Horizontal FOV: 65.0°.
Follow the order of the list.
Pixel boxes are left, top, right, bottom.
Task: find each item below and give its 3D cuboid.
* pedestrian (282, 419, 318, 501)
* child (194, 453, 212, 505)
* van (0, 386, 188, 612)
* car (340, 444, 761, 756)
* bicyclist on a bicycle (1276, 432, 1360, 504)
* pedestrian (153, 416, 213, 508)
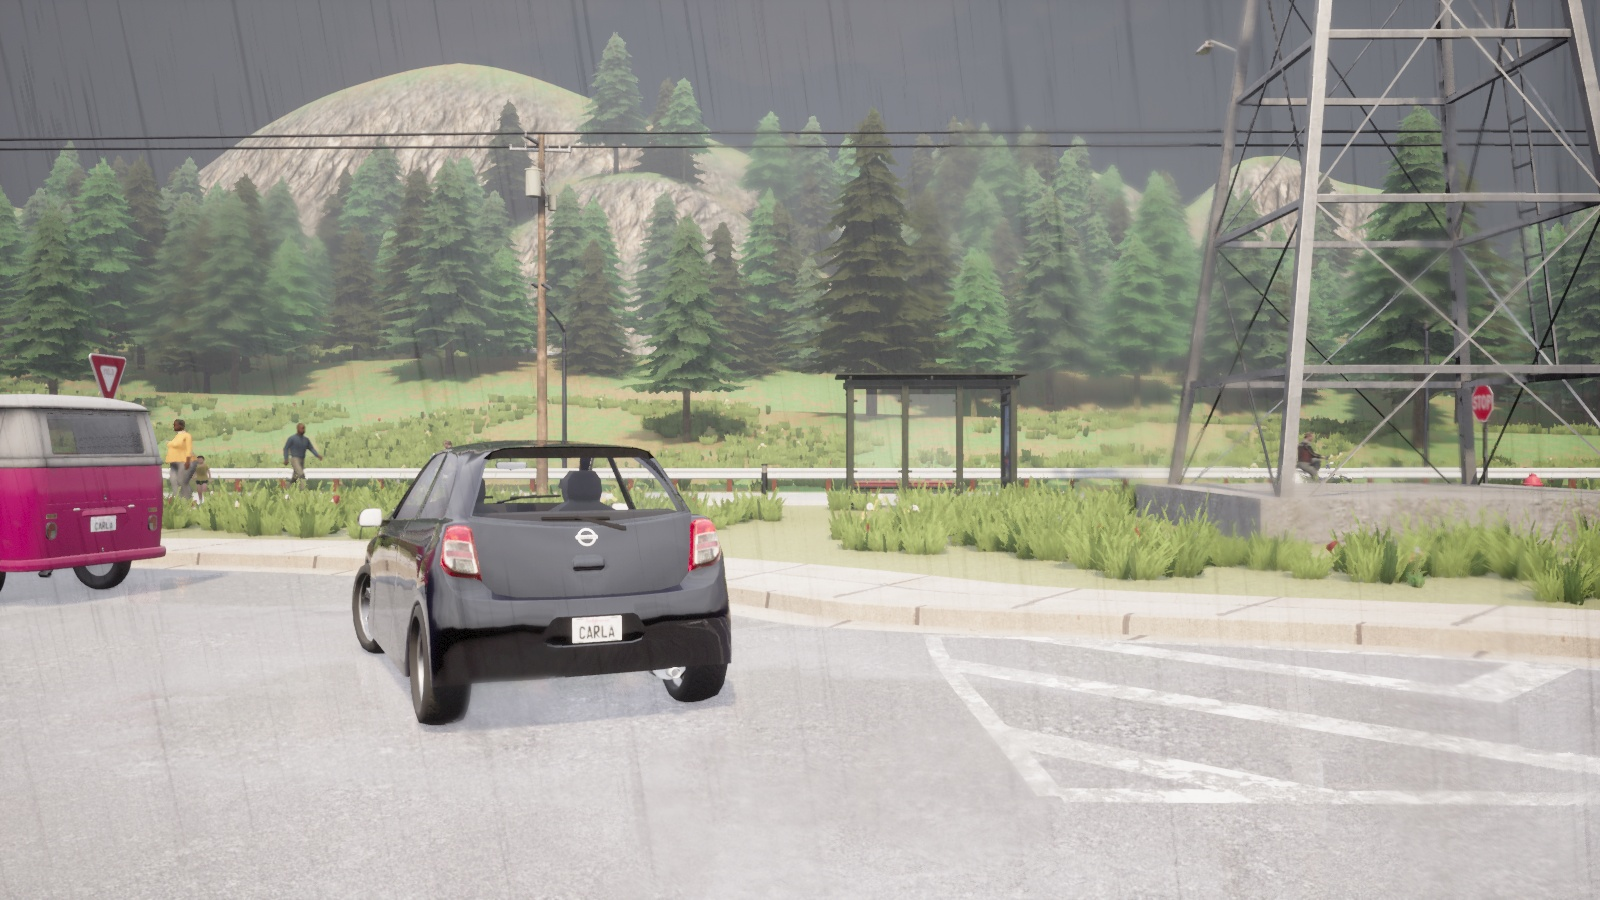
[{"bbox_3d":[-11.416,0.226,28.652,0.726,1.835,0.370,0,0,26],"label":"pedestrian"},{"bbox_3d":[-12.884,0.615,27.087,0.255,1.110,0.394,0,0,-10],"label":"child"},{"bbox_3d":[-8.610,0.422,12.534,4.442,1.987,1.775,0,0,16],"label":"van"},{"bbox_3d":[-1.817,0.713,8.088,1.845,1.501,3.633,0,0,-25],"label":"car"},{"bbox_3d":[13.036,0.449,31.632,1.843,1.776,0.659,0,0,1],"label":"bicyclist on a bicycle"},{"bbox_3d":[-12.803,0.244,26.056,0.900,1.855,0.874,0,0,-42],"label":"pedestrian"}]
